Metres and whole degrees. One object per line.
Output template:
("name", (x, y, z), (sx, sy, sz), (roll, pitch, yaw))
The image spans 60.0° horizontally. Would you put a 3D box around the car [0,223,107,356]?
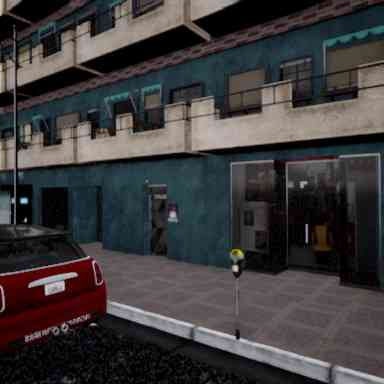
("car", (-3.630, 1.349, 5.846), (4.553, 1.767, 2.097), (0, 0, 36))
